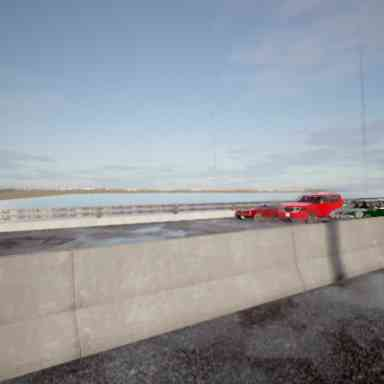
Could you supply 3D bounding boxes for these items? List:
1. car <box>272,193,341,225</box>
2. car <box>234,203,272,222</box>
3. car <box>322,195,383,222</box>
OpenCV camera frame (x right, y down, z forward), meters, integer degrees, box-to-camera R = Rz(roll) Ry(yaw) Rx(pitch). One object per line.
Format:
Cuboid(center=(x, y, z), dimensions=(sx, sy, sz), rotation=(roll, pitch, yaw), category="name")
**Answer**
Cuboid(center=(8.441, 1.108, 23.133), dimensions=(5.566, 2.045, 2.150), rotation=(0, 0, -36), category="car")
Cuboid(center=(5.433, 1.495, 25.279), dimensions=(4.718, 1.301, 1.895), rotation=(0, 0, -36), category="car")
Cuboid(center=(10.326, 1.239, 20.175), dimensions=(4.553, 1.767, 2.097), rotation=(0, 0, -36), category="car")
